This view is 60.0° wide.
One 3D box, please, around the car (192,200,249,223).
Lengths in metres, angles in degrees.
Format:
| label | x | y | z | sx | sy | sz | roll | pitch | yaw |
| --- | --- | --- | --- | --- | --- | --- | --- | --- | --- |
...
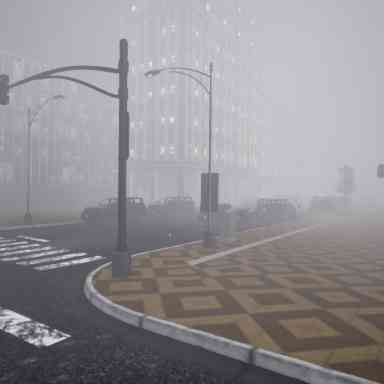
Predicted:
| label | x | y | z | sx | sy | sz | roll | pitch | yaw |
| --- | --- | --- | --- | --- | --- | --- | --- | --- | --- |
| car | 2.270 | 1.576 | 25.191 | 1.812 | 1.442 | 4.674 | 1 | 1 | 35 |

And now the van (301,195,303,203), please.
| label | x | y | z | sx | sy | sz | roll | pitch | yaw |
| --- | --- | --- | --- | --- | --- | --- | --- | --- | --- |
| van | 17.165 | 1.352 | 55.365 | 1.690 | 1.788 | 3.998 | 1 | 0 | 35 |

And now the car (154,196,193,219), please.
| label | x | y | z | sx | sy | sz | roll | pitch | yaw |
| --- | --- | --- | --- | --- | --- | --- | --- | --- | --- |
| car | -1.748 | 1.283 | 28.934 | 2.192 | 1.841 | 5.009 | 1 | 0 | 35 |

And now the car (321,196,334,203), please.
| label | x | y | z | sx | sy | sz | roll | pitch | yaw |
| --- | --- | --- | --- | --- | --- | --- | --- | --- | --- |
| car | 30.003 | 1.617 | 73.464 | 1.802 | 1.307 | 4.206 | 1 | 1 | 35 |

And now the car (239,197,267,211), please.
| label | x | y | z | sx | sy | sz | roll | pitch | yaw |
| --- | --- | --- | --- | --- | --- | --- | --- | --- | --- |
| car | 7.776 | 1.430 | 42.247 | 1.967 | 1.590 | 4.097 | 1 | 0 | 35 |

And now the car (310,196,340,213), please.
| label | x | y | z | sx | sy | sz | roll | pitch | yaw |
| --- | --- | --- | --- | --- | --- | --- | --- | --- | --- |
| car | 15.392 | 1.427 | 39.160 | 2.192 | 1.841 | 5.009 | 1 | 0 | 35 |

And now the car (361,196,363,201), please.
| label | x | y | z | sx | sy | sz | roll | pitch | yaw |
| --- | --- | --- | --- | --- | --- | --- | --- | --- | --- |
| car | 44.109 | 1.655 | 84.157 | 2.128 | 1.511 | 4.902 | 1 | 1 | 35 |

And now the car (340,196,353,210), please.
| label | x | y | z | sx | sy | sz | roll | pitch | yaw |
| --- | --- | --- | --- | --- | --- | --- | --- | --- | --- |
| car | 20.381 | 1.437 | 46.281 | 2.192 | 1.841 | 5.009 | 1 | 0 | 35 |

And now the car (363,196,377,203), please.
| label | x | y | z | sx | sy | sz | roll | pitch | yaw |
| --- | --- | --- | --- | --- | --- | --- | --- | --- | --- |
| car | 39.641 | 1.598 | 73.428 | 1.967 | 1.590 | 4.097 | 1 | 1 | 35 |

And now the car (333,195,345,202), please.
| label | x | y | z | sx | sy | sz | roll | pitch | yaw |
| --- | --- | --- | --- | --- | --- | --- | --- | --- | --- |
| car | 36.326 | 1.571 | 82.373 | 1.752 | 1.417 | 4.829 | 1 | 1 | 35 |

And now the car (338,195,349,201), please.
| label | x | y | z | sx | sy | sz | roll | pitch | yaw |
| --- | --- | --- | --- | --- | --- | --- | --- | --- | --- |
| car | 39.634 | 1.616 | 87.037 | 1.947 | 1.339 | 4.313 | 1 | 1 | 35 |

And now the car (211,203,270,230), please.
| label | x | y | z | sx | sy | sz | roll | pitch | yaw |
| --- | --- | --- | --- | --- | --- | --- | --- | --- | --- |
| car | 3.306 | 1.668 | 21.999 | 1.802 | 1.307 | 4.206 | 1 | 0 | 35 |

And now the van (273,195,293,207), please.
| label | x | y | z | sx | sy | sz | roll | pitch | yaw |
| --- | --- | --- | --- | --- | --- | --- | --- | --- | --- |
| van | 13.955 | 1.345 | 50.841 | 1.690 | 1.788 | 3.998 | 1 | 0 | 35 |

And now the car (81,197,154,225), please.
| label | x | y | z | sx | sy | sz | roll | pitch | yaw |
| --- | --- | --- | --- | --- | --- | --- | --- | --- | --- |
| car | -5.412 | 1.275 | 23.770 | 2.192 | 1.841 | 5.009 | 1 | 0 | 35 |

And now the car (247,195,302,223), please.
| label | x | y | z | sx | sy | sz | roll | pitch | yaw |
| --- | --- | --- | --- | --- | --- | --- | --- | --- | --- |
| car | 6.804 | 1.409 | 26.922 | 2.192 | 1.841 | 5.009 | 1 | 0 | 35 |
